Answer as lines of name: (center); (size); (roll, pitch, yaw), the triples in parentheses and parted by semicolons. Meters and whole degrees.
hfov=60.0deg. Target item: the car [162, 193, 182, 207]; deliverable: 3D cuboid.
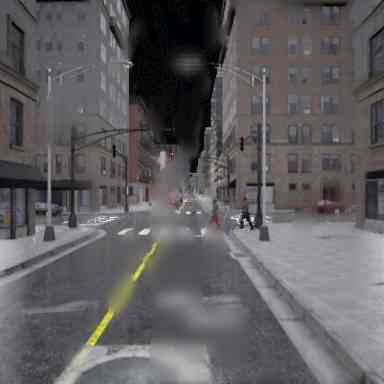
car: (-3.093, 1.182, 49.295); (2.150, 2.045, 5.566); (0, 0, 0)

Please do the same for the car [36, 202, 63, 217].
car: (-14.628, 1.697, 31.820); (4.403, 1.369, 2.008); (-1, 0, 0)

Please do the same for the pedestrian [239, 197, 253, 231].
pedestrian: (2.877, 1.134, 17.760); (0.375, 1.860, 0.375); (0, 0, 0)

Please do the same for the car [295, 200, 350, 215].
car: (12.135, 1.428, 31.632); (4.507, 1.381, 1.887); (-1, 0, 0)

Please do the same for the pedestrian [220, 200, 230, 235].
pedestrian: (1.784, 1.289, 17.159); (0.375, 1.860, 0.375); (0, 0, 0)

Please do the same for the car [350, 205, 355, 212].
car: (17.457, 1.357, 31.594); (4.829, 1.417, 1.752); (-1, 0, 0)

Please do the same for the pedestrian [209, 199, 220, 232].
pedestrian: (1.298, 1.288, 18.360); (0.375, 1.860, 0.375); (0, 0, 0)
